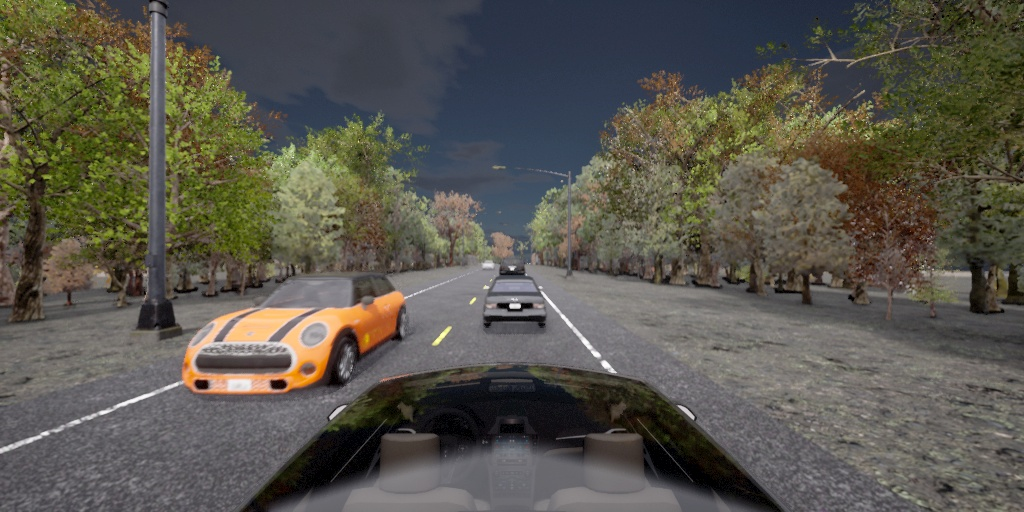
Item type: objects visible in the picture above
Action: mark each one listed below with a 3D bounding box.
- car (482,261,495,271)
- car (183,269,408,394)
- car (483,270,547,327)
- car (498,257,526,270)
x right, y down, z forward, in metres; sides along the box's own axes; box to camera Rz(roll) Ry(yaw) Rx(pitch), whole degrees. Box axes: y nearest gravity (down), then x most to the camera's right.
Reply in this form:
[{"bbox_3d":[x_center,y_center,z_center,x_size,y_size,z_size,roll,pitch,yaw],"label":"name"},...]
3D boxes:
[{"bbox_3d":[-3.716,1.533,57.111,1.812,1.442,4.674,0,0,0],"label":"car"},{"bbox_3d":[-3.615,1.127,6.991,2.097,1.767,4.553,0,0,0],"label":"car"},{"bbox_3d":[0.071,1.344,11.725,2.033,1.411,5.357,0,0,0],"label":"car"},{"bbox_3d":[0.016,1.111,30.820,2.150,2.045,5.566,0,0,0],"label":"car"}]
